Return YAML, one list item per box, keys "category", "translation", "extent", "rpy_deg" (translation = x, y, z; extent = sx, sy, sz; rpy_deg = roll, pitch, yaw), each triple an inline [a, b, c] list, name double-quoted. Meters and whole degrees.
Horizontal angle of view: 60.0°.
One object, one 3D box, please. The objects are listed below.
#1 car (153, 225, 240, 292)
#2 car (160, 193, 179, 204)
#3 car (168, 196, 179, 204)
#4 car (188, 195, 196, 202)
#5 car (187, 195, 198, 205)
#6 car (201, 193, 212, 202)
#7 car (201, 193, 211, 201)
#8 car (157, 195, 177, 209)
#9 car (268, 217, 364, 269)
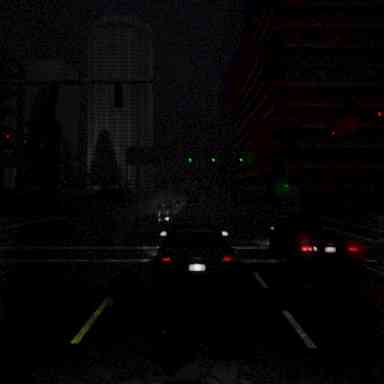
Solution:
- category: "car"
  translation: [0.067, 1.564, 8.991]
  extent: [1.994, 1.385, 4.181]
  rpy_deg: [0, 0, -1]
- category: "car"
  translation: [-3.582, 1.359, 54.439]
  extent: [2.097, 1.767, 4.553]
  rpy_deg: [0, 0, 0]
- category: "car"
  translation: [-3.514, 1.534, 64.418]
  extent: [1.812, 1.442, 4.674]
  rpy_deg: [0, 0, 0]
- category: "car"
  translation: [-0.017, 1.511, 80.325]
  extent: [1.837, 1.490, 4.892]
  rpy_deg: [0, 0, 0]
- category: "car"
  translation: [0.085, 1.572, 60.378]
  extent: [1.994, 1.385, 4.181]
  rpy_deg: [0, 0, 0]
- category: "car"
  translation: [3.484, 1.503, 74.354]
  extent: [1.837, 1.490, 4.892]
  rpy_deg: [0, 0, 0]
- category: "car"
  translation: [3.482, 1.218, 84.238]
  extent: [2.150, 2.045, 5.566]
  rpy_deg: [0, 0, 0]
- category: "car"
  translation: [-3.605, 1.497, 44.514]
  extent: [2.128, 1.511, 4.902]
  rpy_deg: [0, 0, 0]
- category: "car"
  translation: [3.811, 1.549, 11.147]
  extent: [2.033, 1.411, 5.357]
  rpy_deg: [0, 0, 5]
